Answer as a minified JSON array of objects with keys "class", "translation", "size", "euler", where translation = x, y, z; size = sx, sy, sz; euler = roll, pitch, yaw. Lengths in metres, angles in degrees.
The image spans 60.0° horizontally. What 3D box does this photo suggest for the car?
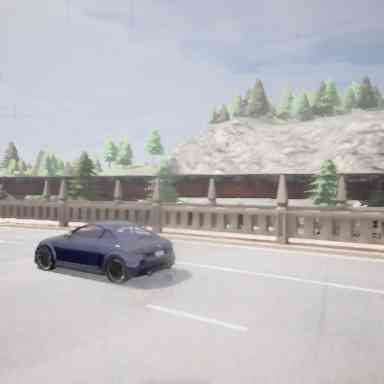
[{"class":"car","translation":[-2.539,1.529,9.471],"size":[4.181,1.385,1.994],"euler":[0,0,31]}]
